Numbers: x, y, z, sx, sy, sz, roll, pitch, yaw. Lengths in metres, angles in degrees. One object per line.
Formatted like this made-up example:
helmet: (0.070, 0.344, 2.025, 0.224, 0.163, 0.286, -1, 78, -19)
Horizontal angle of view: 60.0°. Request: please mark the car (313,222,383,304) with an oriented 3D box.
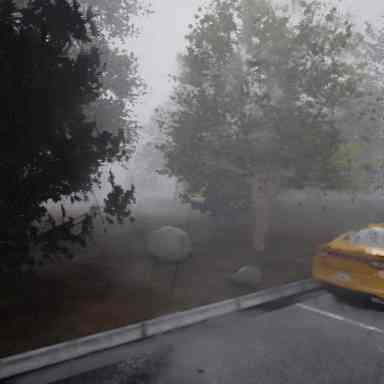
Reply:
car: (4.873, 1.429, 7.523, 5.008, 1.535, 2.097, 0, 1, -33)
